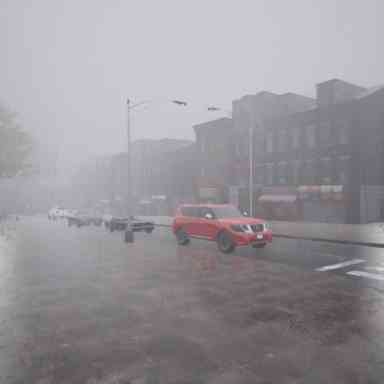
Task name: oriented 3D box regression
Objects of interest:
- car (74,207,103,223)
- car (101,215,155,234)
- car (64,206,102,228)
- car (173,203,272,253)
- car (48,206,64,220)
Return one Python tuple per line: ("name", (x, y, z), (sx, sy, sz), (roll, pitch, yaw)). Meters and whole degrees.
("car", (-12.491, 2.736, 40.082), (2.097, 1.767, 4.553), (-1, -2, -34))
("car", (-4.532, 2.290, 23.854), (1.895, 1.301, 4.718), (0, -2, -36))
("car", (-10.464, 2.440, 32.182), (2.097, 1.767, 4.553), (0, -2, -35))
("car", (1.182, 1.565, 15.849), (2.150, 2.045, 5.566), (0, -2, -35))
("car", (-20.634, 3.198, 51.508), (2.150, 2.045, 5.566), (0, -2, -35))
